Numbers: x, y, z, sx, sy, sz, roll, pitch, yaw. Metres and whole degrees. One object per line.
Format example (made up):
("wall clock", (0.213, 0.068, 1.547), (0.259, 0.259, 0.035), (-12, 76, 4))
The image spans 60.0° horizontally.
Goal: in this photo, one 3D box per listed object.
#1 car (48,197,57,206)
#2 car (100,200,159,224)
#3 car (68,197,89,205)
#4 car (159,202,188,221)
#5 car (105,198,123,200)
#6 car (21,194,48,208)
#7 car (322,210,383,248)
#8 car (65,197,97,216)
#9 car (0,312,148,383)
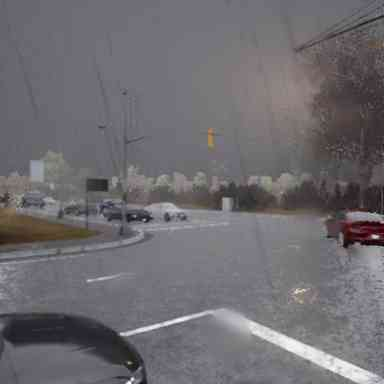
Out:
("car", (-23.671, 1.586, 54.536), (1.812, 1.442, 4.674), (0, 0, -39))
("car", (-5.014, 1.587, 25.512), (2.033, 1.411, 5.357), (0, 0, -39))
("car", (-21.532, 1.618, 63.101), (2.033, 1.411, 5.357), (0, 0, -38))
("car", (-2.229, 1.579, 27.666), (1.812, 1.442, 4.674), (0, 0, -39))
("car", (-7.835, 1.403, 34.625), (2.097, 1.767, 4.553), (0, 0, -39))
("car", (-23.025, 1.257, 48.048), (2.150, 2.045, 5.566), (0, 0, -38))
("car", (7.297, 1.532, 14.900), (1.882, 1.535, 5.008), (1, 0, 10))
("car", (-11.072, 1.542, 33.063), (1.837, 1.490, 4.892), (0, 0, -39))
("car", (-2.582, 1.487, 1.920), (4.902, 1.511, 2.128), (0, 0, -36))
